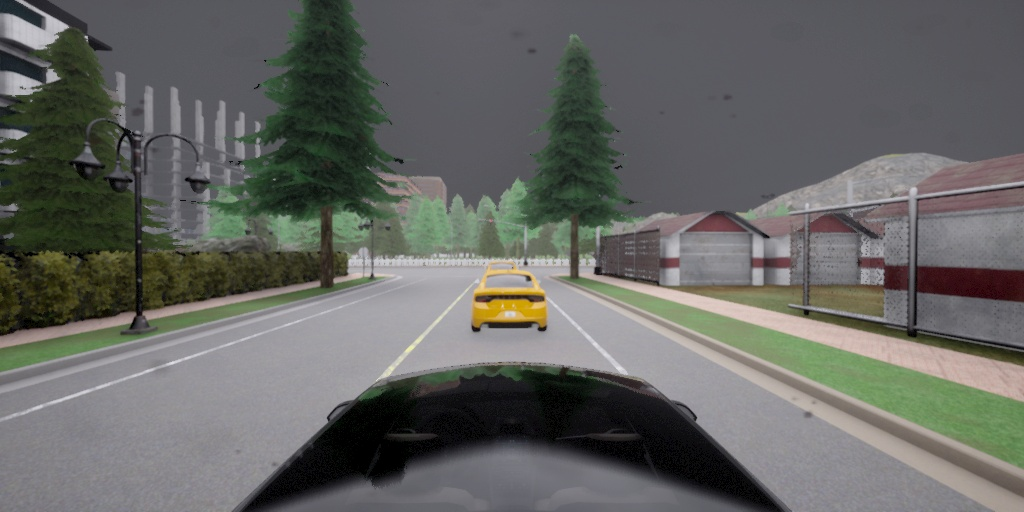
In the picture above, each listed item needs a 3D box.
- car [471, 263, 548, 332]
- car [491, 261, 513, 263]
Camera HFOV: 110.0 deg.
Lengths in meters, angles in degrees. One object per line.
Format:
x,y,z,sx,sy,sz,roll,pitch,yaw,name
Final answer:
-0.115,1.128,10.535,1.882,1.535,5.008,0,1,-2,car
-0.572,1.019,20.103,1.882,1.535,5.008,0,1,-3,car
